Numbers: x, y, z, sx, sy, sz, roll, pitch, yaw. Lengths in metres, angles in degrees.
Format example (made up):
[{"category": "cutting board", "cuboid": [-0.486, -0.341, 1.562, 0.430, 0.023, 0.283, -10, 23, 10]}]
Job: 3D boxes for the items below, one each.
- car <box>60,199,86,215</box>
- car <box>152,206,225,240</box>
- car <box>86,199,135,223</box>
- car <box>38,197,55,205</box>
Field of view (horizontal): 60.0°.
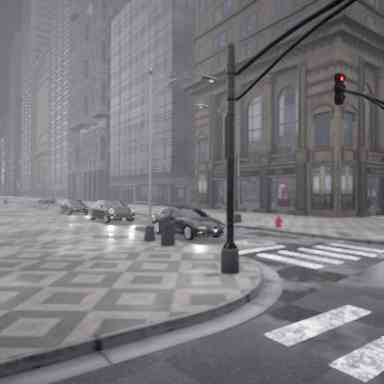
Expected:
[{"category": "car", "cuboid": [-11.859, 1.465, 33.464, 1.837, 1.490, 4.892, 1, 0, -35]}, {"category": "car", "cuboid": [-0.309, 1.518, 17.165, 1.837, 1.490, 4.892, 1, 0, -35]}, {"category": "car", "cuboid": [-6.084, 1.338, 25.315, 2.097, 1.767, 4.553, 1, 0, -35]}, {"category": "car", "cuboid": [-25.425, 1.531, 58.084, 1.895, 1.301, 4.718, 1, 0, -36]}]
